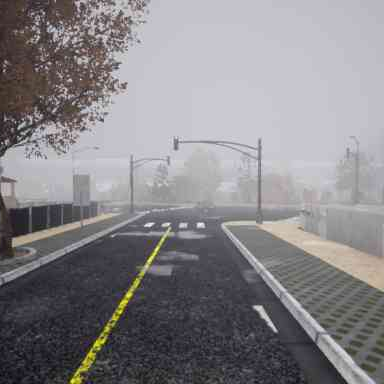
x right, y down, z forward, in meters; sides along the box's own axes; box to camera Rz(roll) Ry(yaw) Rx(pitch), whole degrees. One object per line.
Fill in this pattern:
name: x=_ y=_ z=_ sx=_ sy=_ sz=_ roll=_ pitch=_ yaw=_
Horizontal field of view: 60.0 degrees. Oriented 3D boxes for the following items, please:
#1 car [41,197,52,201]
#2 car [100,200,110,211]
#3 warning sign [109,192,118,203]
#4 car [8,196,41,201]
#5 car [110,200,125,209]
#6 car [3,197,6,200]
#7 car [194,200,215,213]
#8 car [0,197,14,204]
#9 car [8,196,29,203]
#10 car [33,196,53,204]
car: x=-25.191 y=1.723 z=56.557 sx=5.008 sy=1.535 sz=1.882 roll=-1 pitch=1 yaw=36
car: x=-13.544 y=1.838 z=44.045 sx=4.718 sy=1.301 sz=1.895 roll=0 pitch=2 yaw=36
warning sign: x=-14.245 y=0.995 z=60.261 sx=1.060 sy=1.860 sz=1.300 roll=2 pitch=1 yaw=36
car: x=-27.380 y=1.906 z=54.127 sx=5.357 sy=1.411 sz=2.033 roll=-1 pitch=2 yaw=36
car: x=-11.579 y=1.728 z=46.633 sx=4.718 sy=1.301 sz=1.895 roll=0 pitch=2 yaw=36
car: x=-38.364 y=1.658 z=66.207 sx=4.718 sy=1.301 sz=1.895 roll=-1 pitch=2 yaw=36
car: x=1.312 y=1.611 z=37.641 sx=1.895 sy=1.301 sz=4.718 roll=-2 pitch=1 yaw=-5
car: x=-40.869 y=1.735 z=72.048 sx=5.357 sy=1.411 sz=2.033 roll=-1 pitch=2 yaw=36
car: x=-38.960 y=1.611 z=74.676 sx=4.902 sy=1.511 sz=2.128 roll=-1 pitch=2 yaw=36
car: x=-30.857 y=1.659 z=68.792 sx=4.181 sy=1.385 sz=1.994 roll=-1 pitch=2 yaw=36
